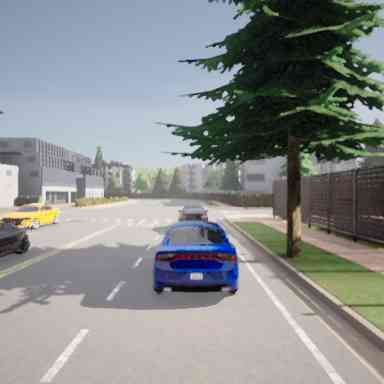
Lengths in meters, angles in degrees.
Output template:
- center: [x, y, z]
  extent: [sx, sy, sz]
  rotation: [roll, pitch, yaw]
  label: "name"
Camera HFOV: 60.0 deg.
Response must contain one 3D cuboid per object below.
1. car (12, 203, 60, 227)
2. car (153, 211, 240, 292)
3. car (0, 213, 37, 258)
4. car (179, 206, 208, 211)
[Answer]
- center: [-10.527, 1.542, 22.090]
  extent: [1.882, 1.535, 5.008]
  rotation: [0, 0, 0]
  label: "car"
- center: [0.085, 1.504, 9.013]
  extent: [1.882, 1.535, 5.008]
  rotation: [0, 0, 0]
  label: "car"
- center: [-7.092, 1.595, 10.781]
  extent: [1.994, 1.385, 4.181]
  rotation: [0, 0, 0]
  label: "car"
- center: [0.084, 1.588, 21.296]
  extent: [1.812, 1.442, 4.674]
  rotation: [0, 0, 0]
  label: "car"
